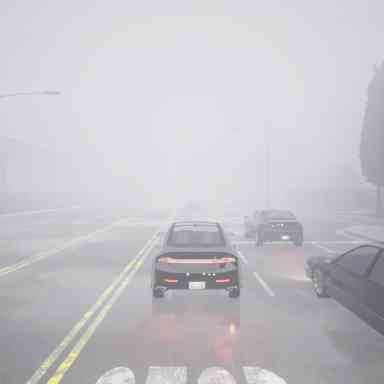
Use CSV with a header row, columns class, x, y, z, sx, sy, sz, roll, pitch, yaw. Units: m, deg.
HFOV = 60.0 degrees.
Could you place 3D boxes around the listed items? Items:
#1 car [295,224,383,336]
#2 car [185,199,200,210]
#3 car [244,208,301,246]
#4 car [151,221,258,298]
class,x,y,z,sx,sy,sz,roll,pitch,yaw
car,3.592,1.547,5.452,2.033,1.411,5.357,0,0,0
car,0.030,1.601,43.312,1.895,1.301,4.718,0,0,0
car,3.576,1.505,15.199,1.837,1.490,4.892,0,0,0
car,0.087,1.492,8.500,2.128,1.511,4.902,0,0,0
